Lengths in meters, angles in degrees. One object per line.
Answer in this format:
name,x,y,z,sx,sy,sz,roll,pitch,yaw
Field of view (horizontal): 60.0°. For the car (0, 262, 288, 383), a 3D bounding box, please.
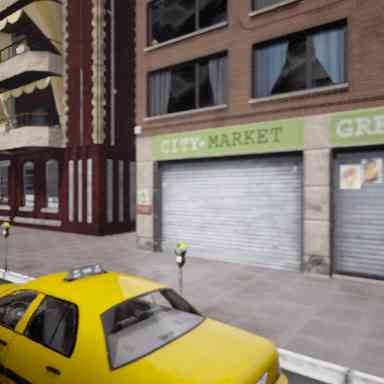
car,-1.414,1.511,3.885,4.829,1.417,1.752,0,0,35
